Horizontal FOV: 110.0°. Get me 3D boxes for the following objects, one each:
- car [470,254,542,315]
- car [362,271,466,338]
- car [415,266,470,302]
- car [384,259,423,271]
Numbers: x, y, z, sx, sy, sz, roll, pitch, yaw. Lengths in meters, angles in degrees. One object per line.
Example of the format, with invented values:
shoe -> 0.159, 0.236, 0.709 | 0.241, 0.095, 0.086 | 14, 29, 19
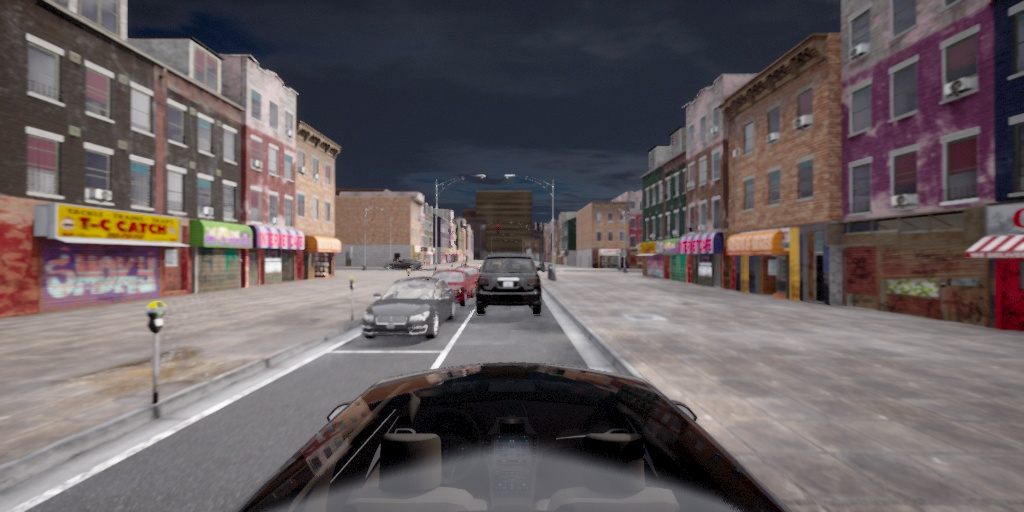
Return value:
car -> -0.071, 0.950, 13.516 | 2.150, 2.045, 5.566 | 0, 0, 1
car -> -2.636, 1.285, 9.960 | 2.007, 1.370, 4.403 | 0, 0, 0
car -> -2.635, 1.271, 15.453 | 1.888, 1.381, 4.507 | 0, 0, 0
car -> -14.112, 1.129, 46.506 | 4.892, 1.490, 1.837 | 0, -1, 0
